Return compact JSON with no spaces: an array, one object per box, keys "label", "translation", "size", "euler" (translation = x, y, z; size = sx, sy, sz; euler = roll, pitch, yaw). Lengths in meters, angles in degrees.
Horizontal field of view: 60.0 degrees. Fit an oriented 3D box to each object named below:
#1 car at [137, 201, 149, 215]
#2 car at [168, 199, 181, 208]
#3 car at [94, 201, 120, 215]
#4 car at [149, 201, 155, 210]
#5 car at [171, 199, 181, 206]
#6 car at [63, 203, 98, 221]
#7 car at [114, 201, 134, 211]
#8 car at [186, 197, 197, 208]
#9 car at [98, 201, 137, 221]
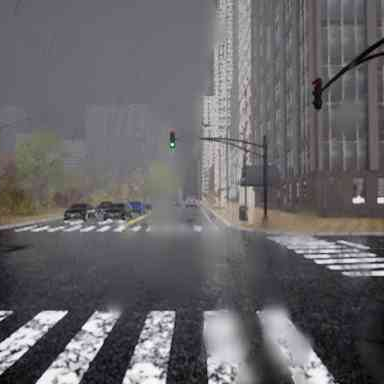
[{"label":"car","translation":[-6.652,1.812,39.247],"size":[1.882,1.535,5.008],"euler":[0,-1,0]},{"label":"car","translation":[-3.235,2.060,59.906],"size":[2.128,1.511,4.902],"euler":[0,-1,0]},{"label":"car","translation":[-9.900,1.837,38.999],"size":[1.837,1.490,4.892],"euler":[0,-1,0]},{"label":"car","translation":[-6.660,2.045,49.422],"size":[1.895,1.301,4.718],"euler":[0,-1,0]},{"label":"car","translation":[-3.294,2.227,70.166],"size":[1.812,1.442,4.674],"euler":[0,-1,0]},{"label":"car","translation":[-9.887,1.748,29.819],"size":[1.837,1.490,4.892],"euler":[0,0,0]},{"label":"car","translation":[-9.911,2.039,48.929],"size":[1.895,1.301,4.718],"euler":[0,-1,0]},{"label":"car","translation":[-0.082,2.099,58.504],"size":[2.033,1.411,5.357],"euler":[0,-1,0]},{"label":"car","translation":[-6.607,1.752,30.174],"size":[1.837,1.490,4.892],"euler":[0,-1,2]}]
